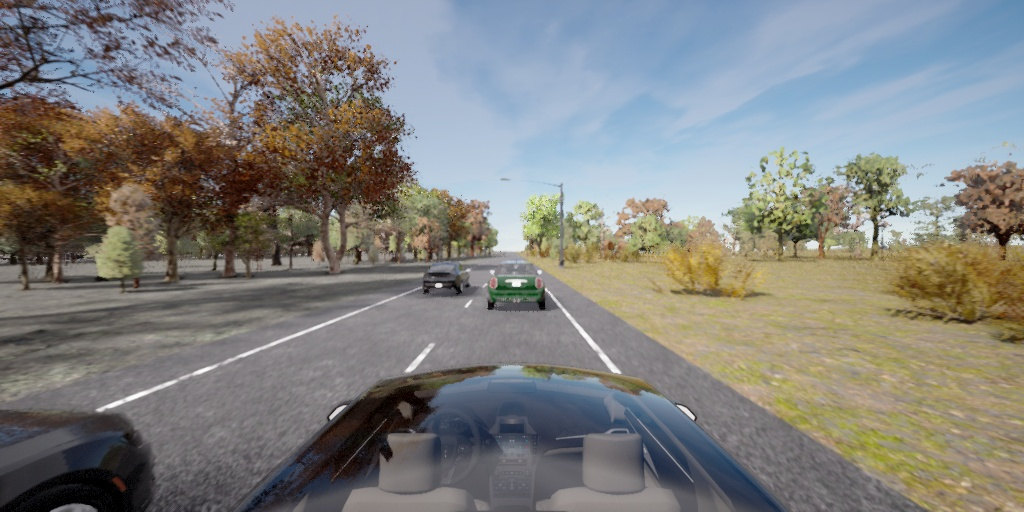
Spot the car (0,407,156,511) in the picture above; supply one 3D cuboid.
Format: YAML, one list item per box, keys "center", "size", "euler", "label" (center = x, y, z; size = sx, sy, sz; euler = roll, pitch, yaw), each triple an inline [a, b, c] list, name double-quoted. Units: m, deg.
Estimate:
- center: [-3.385, 1.269, 0.432]
  size: [1.837, 1.490, 4.892]
  euler: [0, 1, 0]
  label: "car"

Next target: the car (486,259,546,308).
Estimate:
- center: [0.161, 0.959, 14.356]
  size: [2.097, 1.767, 4.553]
  euler: [0, 1, 0]
  label: "car"

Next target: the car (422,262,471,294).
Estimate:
- center: [-3.310, 1.063, 18.669]
  size: [1.837, 1.490, 4.892]
  euler: [0, 1, 0]
  label: "car"
